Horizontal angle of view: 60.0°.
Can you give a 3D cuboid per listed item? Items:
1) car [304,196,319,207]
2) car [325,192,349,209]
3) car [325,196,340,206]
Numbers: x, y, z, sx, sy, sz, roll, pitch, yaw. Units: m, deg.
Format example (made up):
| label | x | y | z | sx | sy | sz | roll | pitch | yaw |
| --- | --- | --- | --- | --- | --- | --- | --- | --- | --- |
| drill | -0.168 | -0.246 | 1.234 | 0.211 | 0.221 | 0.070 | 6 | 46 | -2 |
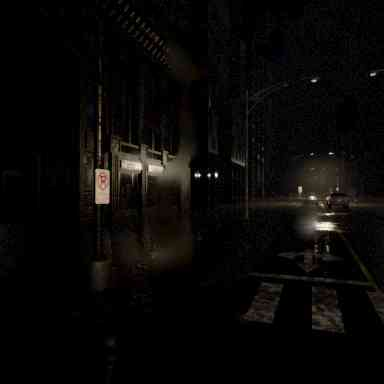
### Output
| label | x | y | z | sx | sy | sz | roll | pitch | yaw |
| --- | --- | --- | --- | --- | --- | --- | --- | --- | --- |
| car | 16.606 | 1.286 | 46.272 | 2.033 | 1.411 | 5.357 | 0 | 0 | 20 |
| car | 17.810 | 0.988 | 40.682 | 2.150 | 2.045 | 5.566 | 0 | 0 | 20 |
| car | 21.421 | 1.311 | 50.764 | 1.895 | 1.301 | 4.718 | 0 | 0 | 20 |
